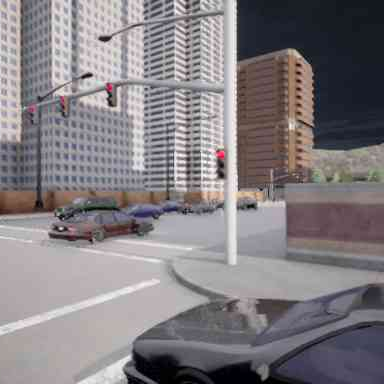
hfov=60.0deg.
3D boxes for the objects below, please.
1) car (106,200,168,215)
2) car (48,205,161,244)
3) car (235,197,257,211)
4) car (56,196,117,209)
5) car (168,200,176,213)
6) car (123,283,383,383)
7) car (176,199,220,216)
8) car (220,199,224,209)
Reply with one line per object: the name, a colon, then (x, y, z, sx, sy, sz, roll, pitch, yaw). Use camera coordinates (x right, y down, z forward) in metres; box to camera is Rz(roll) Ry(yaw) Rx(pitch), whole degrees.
car: (-4.431, 1.615, 27.320, 1.812, 1.442, 4.674, 0, 0, 36)
car: (-4.150, 1.606, 16.201, 2.033, 1.411, 5.357, -1, 0, 34)
car: (6.520, 1.441, 42.392, 2.097, 1.767, 4.553, 0, 0, 36)
car: (-8.573, 1.327, 27.601, 2.150, 2.045, 5.566, 0, 0, 36)
car: (-2.828, 1.631, 35.496, 1.812, 1.442, 4.674, 0, 0, 36)
car: (1.892, 1.547, 2.645, 5.357, 1.411, 2.033, 0, 0, 35)
car: (0.706, 1.653, 34.415, 1.994, 1.385, 4.181, 0, 0, 36)
car: (3.281, 1.652, 43.900, 2.033, 1.411, 5.357, 0, 0, 36)
